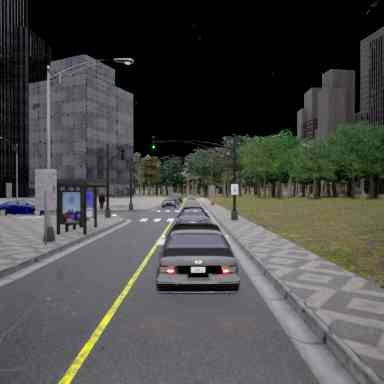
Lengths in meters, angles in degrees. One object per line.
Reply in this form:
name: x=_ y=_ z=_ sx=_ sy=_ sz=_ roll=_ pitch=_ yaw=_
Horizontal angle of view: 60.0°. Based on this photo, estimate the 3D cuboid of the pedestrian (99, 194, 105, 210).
pedestrian: x=-10.108 y=1.052 z=37.262 sx=0.375 sy=1.860 sz=0.375 roll=0 pitch=0 yaw=1

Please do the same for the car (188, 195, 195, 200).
car: x=-0.153 y=1.472 z=86.392 sx=1.895 sy=1.301 sz=4.718 roll=0 pitch=0 yaw=0

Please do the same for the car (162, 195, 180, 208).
car: x=-3.129 y=1.518 z=46.861 sx=1.994 sy=1.385 sz=4.181 roll=0 pitch=0 yaw=0

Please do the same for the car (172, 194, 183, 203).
car: x=-3.121 y=1.502 z=56.777 sx=1.994 sy=1.385 sz=4.181 roll=0 pitch=0 yaw=0

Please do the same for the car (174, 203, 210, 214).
car: x=0.070 y=1.555 z=19.203 sx=1.994 sy=1.385 sz=4.181 roll=0 pitch=0 yaw=0

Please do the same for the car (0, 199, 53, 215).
car: x=-15.658 y=1.427 z=31.157 sx=5.008 sy=1.535 sz=1.882 roll=0 pitch=0 yaw=0

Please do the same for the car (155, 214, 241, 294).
car: x=0.094 y=1.545 z=8.916 sx=2.033 sy=1.411 sz=5.357 roll=0 pitch=0 yaw=-1
